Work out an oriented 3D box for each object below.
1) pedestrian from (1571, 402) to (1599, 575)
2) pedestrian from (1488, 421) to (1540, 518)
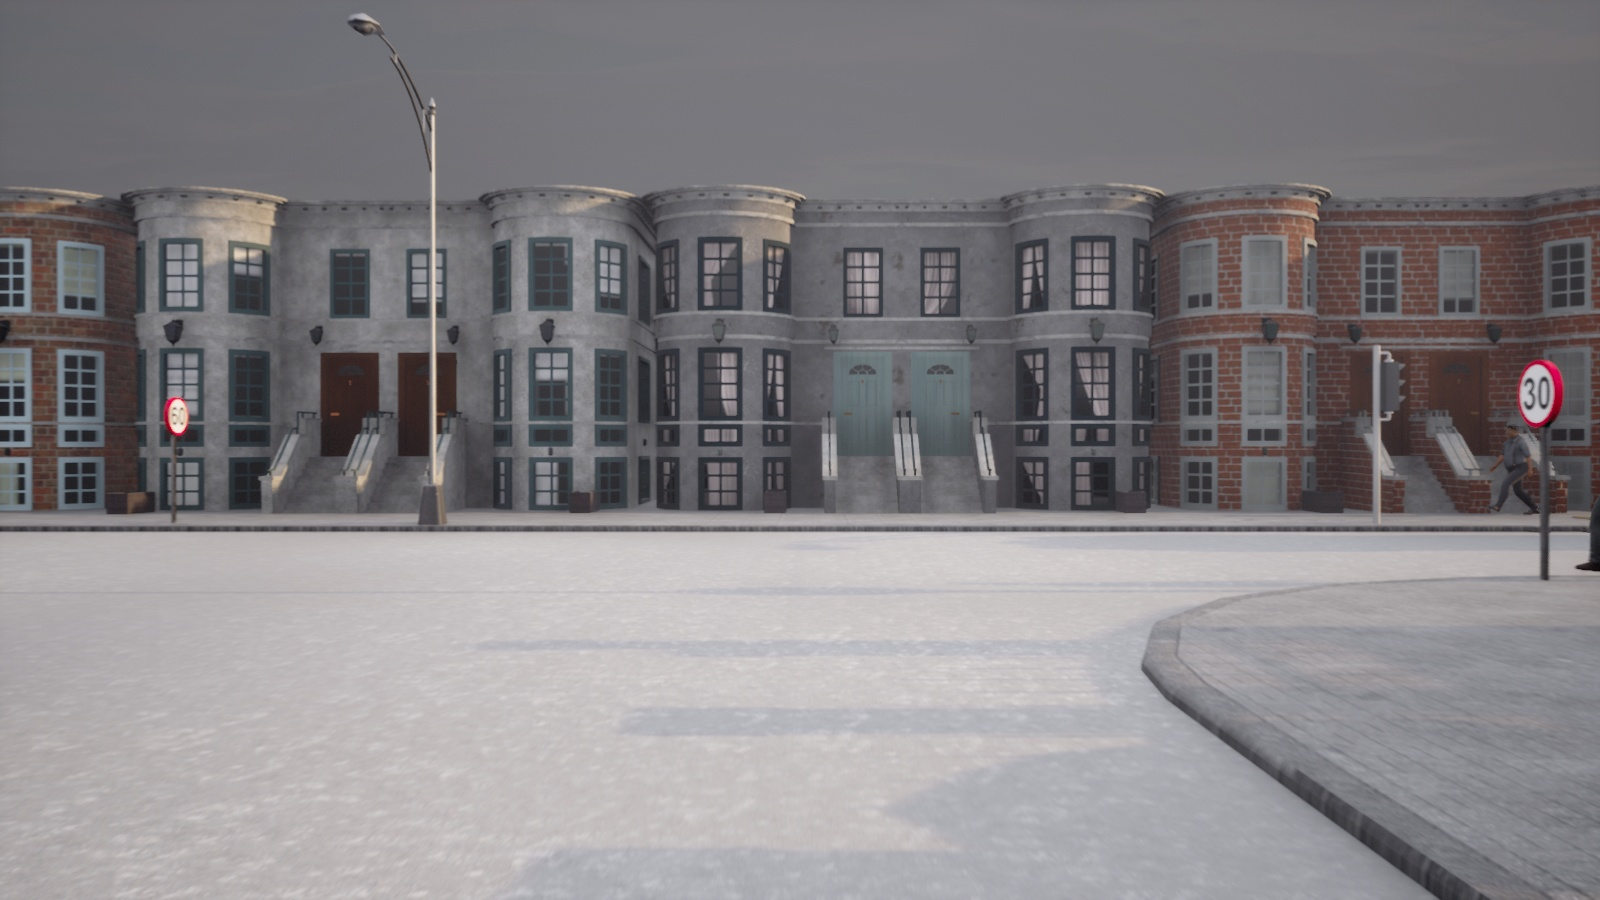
[{"bbox_3d":[8.749,0.410,13.478,0.376,1.854,0.720,0,0,-34],"label":"pedestrian"},{"bbox_3d":[13.822,0.367,24.310,0.694,1.848,0.540,0,0,1],"label":"pedestrian"}]
